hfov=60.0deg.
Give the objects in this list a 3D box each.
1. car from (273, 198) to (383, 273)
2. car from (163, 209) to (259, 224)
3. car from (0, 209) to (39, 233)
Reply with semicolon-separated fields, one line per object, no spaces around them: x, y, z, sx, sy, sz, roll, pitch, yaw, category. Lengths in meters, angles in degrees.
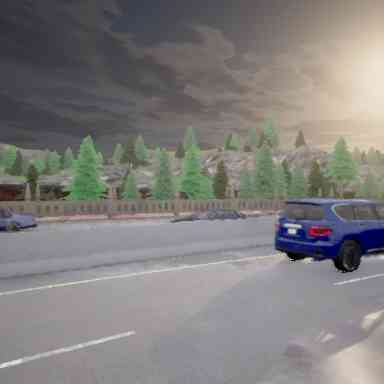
5.213;1.231;10.843;5.566;2.045;2.150;0;0;-29;car
1.123;1.566;16.819;5.357;1.411;2.033;0;0;-29;car
-11.052;1.551;17.456;5.357;1.411;2.033;0;0;-35;car
